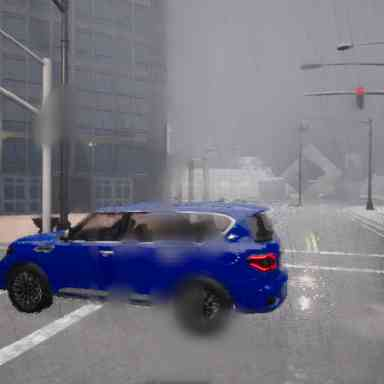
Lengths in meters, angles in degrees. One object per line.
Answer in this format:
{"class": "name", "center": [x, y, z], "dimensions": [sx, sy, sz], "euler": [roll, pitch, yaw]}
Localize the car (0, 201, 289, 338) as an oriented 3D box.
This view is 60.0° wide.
{"class": "car", "center": [-1.008, 1.209, 6.499], "dimensions": [5.566, 2.045, 2.150], "euler": [0, 0, 18]}
